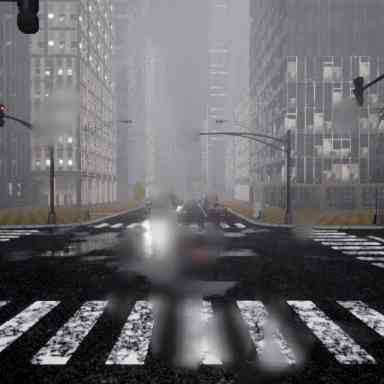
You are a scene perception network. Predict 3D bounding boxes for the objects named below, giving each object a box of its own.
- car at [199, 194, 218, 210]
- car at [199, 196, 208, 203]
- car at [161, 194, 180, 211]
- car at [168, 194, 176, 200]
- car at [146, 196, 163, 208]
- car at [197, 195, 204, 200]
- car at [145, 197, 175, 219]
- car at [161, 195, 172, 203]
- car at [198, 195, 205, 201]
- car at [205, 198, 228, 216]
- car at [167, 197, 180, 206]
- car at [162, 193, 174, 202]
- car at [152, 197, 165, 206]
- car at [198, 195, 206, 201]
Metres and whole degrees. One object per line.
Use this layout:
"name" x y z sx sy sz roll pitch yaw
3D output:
"car" 2.458 1.297 43.212 2.192 1.841 5.009 -1 0 0
"car" 2.422 1.508 70.834 1.887 1.381 4.507 -1 0 0
"car" -2.927 1.207 40.762 2.150 2.045 5.566 0 0 0
"car" -5.501 1.384 92.893 1.967 1.590 4.097 -1 0 0
"car" -5.419 1.419 48.697 1.967 1.590 4.097 -1 0 0
"car" 2.380 1.489 92.933 1.887 1.381 4.507 -1 0 0
"car" -2.909 1.480 28.827 2.128 1.511 4.902 0 0 0
"car" -5.460 1.403 70.795 1.967 1.590 4.097 -1 0 0
"car" 2.390 1.474 87.578 1.752 1.417 4.829 -1 0 0
"car" 2.462 1.569 32.163 1.802 1.307 4.206 -1 0 0
"car" -2.932 1.576 54.102 1.895 1.301 4.718 0 0 0
"car" -5.472 1.274 76.319 2.192 1.841 5.009 -1 0 0
"car" -5.427 1.557 54.221 1.802 1.307 4.206 -1 0 0
"car" 2.401 1.536 81.884 1.802 1.307 4.206 -1 0 0
